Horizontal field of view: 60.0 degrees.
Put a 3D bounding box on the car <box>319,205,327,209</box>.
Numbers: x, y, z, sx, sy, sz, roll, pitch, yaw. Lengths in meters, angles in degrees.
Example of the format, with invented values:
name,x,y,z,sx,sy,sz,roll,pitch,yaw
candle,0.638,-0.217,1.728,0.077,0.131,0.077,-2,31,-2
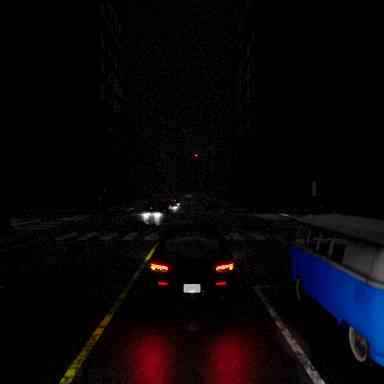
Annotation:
name,x,y,z,sx,sy,sz,roll,pitch,yaw
car,14.424,1.582,32.096,4.718,1.301,1.895,0,0,2

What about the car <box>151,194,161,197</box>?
name,x,y,z,sx,sy,sz,roll,pitch,yaw
car,-6.017,1.297,55.588,2.192,1.841,5.009,0,0,-1

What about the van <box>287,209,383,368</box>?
name,x,y,z,sx,sy,sz,roll,pitch,yaw
van,2.855,1.340,5.463,1.690,1.788,3.998,0,0,0

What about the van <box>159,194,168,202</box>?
name,x,y,z,sx,sy,sz,roll,pitch,yaw
van,-6.241,1.308,72.164,1.690,1.788,3.998,0,0,-1

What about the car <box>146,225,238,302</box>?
name,x,y,z,sx,sy,sz,roll,pitch,yaw
car,0.001,1.525,8.141,1.812,1.442,4.674,0,0,0

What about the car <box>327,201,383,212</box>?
name,x,y,z,sx,sy,sz,roll,pitch,yaw
car,14.609,1.516,28.845,4.674,1.442,1.812,0,0,-3

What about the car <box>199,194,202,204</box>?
name,x,y,z,sx,sy,sz,roll,pitch,yaw
car,2.582,1.425,50.177,1.967,1.590,4.097,0,0,-1

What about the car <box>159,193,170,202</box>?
name,x,y,z,sx,sy,sz,roll,pitch,yaw
car,-6.316,1.276,77.690,2.192,1.841,5.009,0,0,-1

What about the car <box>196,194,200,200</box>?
name,x,y,z,sx,sy,sz,roll,pitch,yaw
car,2.358,1.517,66.755,1.887,1.381,4.507,0,0,-1

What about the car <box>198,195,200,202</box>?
name,x,y,z,sx,sy,sz,roll,pitch,yaw
car,2.508,1.532,55.703,2.008,1.369,4.403,0,0,-1

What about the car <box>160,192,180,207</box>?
name,x,y,z,sx,sy,sz,roll,pitch,yaw
car,-3.392,1.336,52.274,2.097,1.767,4.553,0,0,-1

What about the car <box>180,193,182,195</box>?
name,x,y,z,sx,sy,sz,roll,pitch,yaw
car,-3.526,1.475,67.045,1.837,1.490,4.892,0,0,0

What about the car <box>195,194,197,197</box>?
name,x,y,z,sx,sy,sz,roll,pitch,yaw
car,2.284,1.517,72.279,2.008,1.369,4.403,0,0,-1

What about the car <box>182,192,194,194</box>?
name,x,y,z,sx,sy,sz,roll,pitch,yaw
car,-0.734,1.072,84.209,2.150,2.045,5.566,0,0,-1

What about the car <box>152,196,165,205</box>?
name,x,y,z,sx,sy,sz,roll,pitch,yaw
car,-6.092,1.528,61.114,2.008,1.369,4.403,0,0,-1

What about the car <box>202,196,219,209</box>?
name,x,y,z,sx,sy,sz,roll,pitch,yaw
car,2.655,1.513,44.822,1.752,1.417,4.829,0,0,-1

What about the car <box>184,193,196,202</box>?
name,x,y,z,sx,sy,sz,roll,pitch,yaw
car,-0.600,1.557,74.209,1.895,1.301,4.718,0,0,-1

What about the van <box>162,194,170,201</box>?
name,x,y,z,sx,sy,sz,roll,pitch,yaw
van,-6.388,1.295,83.214,1.690,1.788,3.998,0,0,-1

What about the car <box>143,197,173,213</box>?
name,x,y,z,sx,sy,sz,roll,pitch,yaw
car,-3.930,1.552,37.213,1.994,1.385,4.181,0,0,12

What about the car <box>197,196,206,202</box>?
name,x,y,z,sx,sy,sz,roll,pitch,yaw
car,2.209,1.542,77.805,1.802,1.307,4.206,0,0,-1
